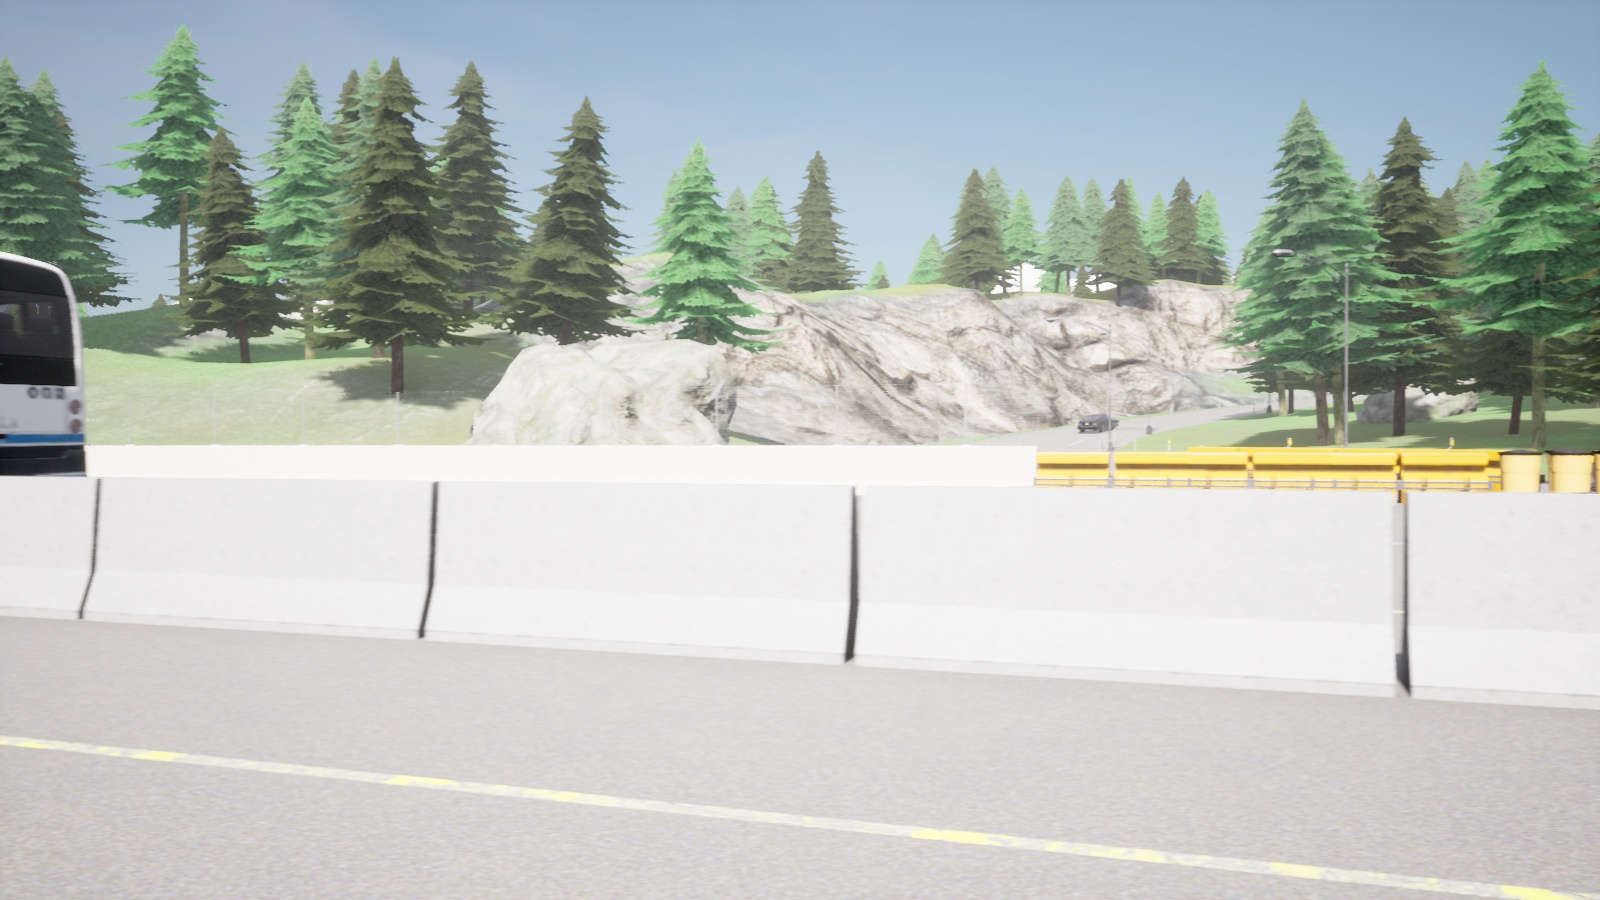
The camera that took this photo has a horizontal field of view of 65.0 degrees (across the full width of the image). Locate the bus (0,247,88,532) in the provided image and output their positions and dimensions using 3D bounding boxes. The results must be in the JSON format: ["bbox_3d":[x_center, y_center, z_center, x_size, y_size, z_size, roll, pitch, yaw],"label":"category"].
[{"bbox_3d":[-16.961,-0.934,19.956,10.273,4.253,3.944,0,1,19],"label":"bus"}]

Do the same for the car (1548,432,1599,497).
[{"bbox_3d":[20.954,0.370,29.638,1.801,1.575,5.366,0,1,-36],"label":"car"}]
